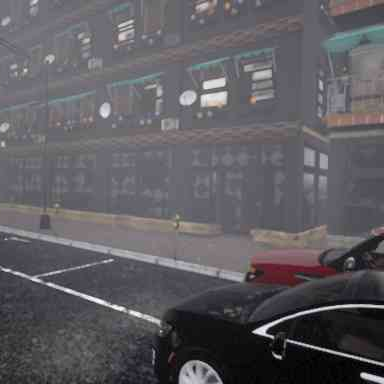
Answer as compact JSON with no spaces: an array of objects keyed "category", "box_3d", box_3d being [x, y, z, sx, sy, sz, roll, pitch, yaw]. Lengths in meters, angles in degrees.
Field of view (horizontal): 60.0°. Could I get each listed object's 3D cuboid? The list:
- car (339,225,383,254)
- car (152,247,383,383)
[{"category":"car","box_3d":[3.078,1.321,4.362,5.009,1.841,2.192,2,1,35]},{"category":"car","box_3d":[1.815,1.503,2.969,4.892,1.490,1.837,2,1,35]}]
